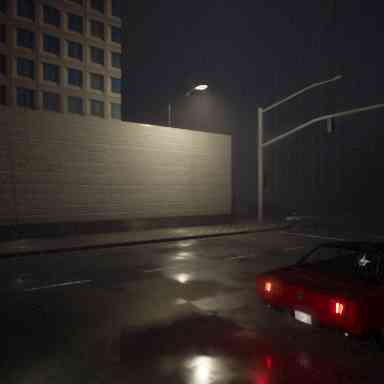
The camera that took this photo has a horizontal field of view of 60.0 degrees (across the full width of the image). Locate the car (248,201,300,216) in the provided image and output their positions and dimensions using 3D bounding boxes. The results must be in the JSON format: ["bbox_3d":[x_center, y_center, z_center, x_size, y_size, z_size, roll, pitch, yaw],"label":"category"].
[{"bbox_3d":[8.015,1.602,33.163,2.033,1.411,5.357,0,0,-36],"label":"car"}]

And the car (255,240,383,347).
[{"bbox_3d":[3.499,1.601,6.286,4.718,1.301,1.895,0,0,-35],"label":"car"}]
